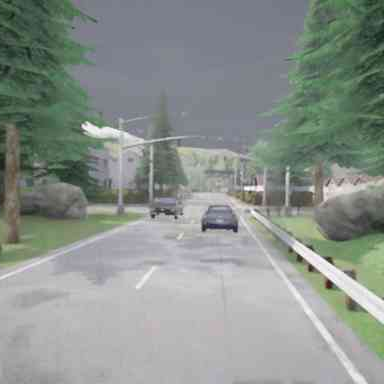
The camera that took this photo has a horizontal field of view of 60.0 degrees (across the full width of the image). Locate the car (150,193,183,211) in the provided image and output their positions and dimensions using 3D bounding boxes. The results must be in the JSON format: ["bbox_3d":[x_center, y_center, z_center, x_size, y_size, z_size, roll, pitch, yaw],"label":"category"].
[{"bbox_3d":[-1.655,1.012,23.551,2.033,1.411,5.357,1,1,5],"label":"car"}]

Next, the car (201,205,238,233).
[{"bbox_3d":[1.558,1.403,18.748,1.994,1.385,4.181,1,1,5],"label":"car"}]
